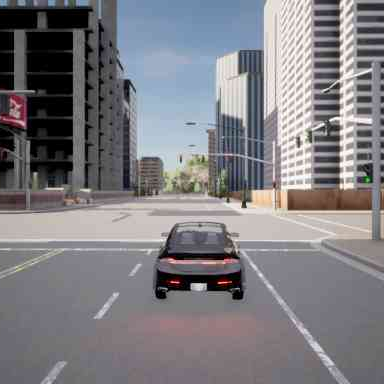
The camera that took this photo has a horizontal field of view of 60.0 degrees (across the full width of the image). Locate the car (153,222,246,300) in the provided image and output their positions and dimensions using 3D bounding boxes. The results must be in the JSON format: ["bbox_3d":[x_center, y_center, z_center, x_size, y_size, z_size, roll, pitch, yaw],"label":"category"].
[{"bbox_3d":[0.200,1.492,8.403,2.128,1.511,4.902,0,0,2],"label":"car"}]
